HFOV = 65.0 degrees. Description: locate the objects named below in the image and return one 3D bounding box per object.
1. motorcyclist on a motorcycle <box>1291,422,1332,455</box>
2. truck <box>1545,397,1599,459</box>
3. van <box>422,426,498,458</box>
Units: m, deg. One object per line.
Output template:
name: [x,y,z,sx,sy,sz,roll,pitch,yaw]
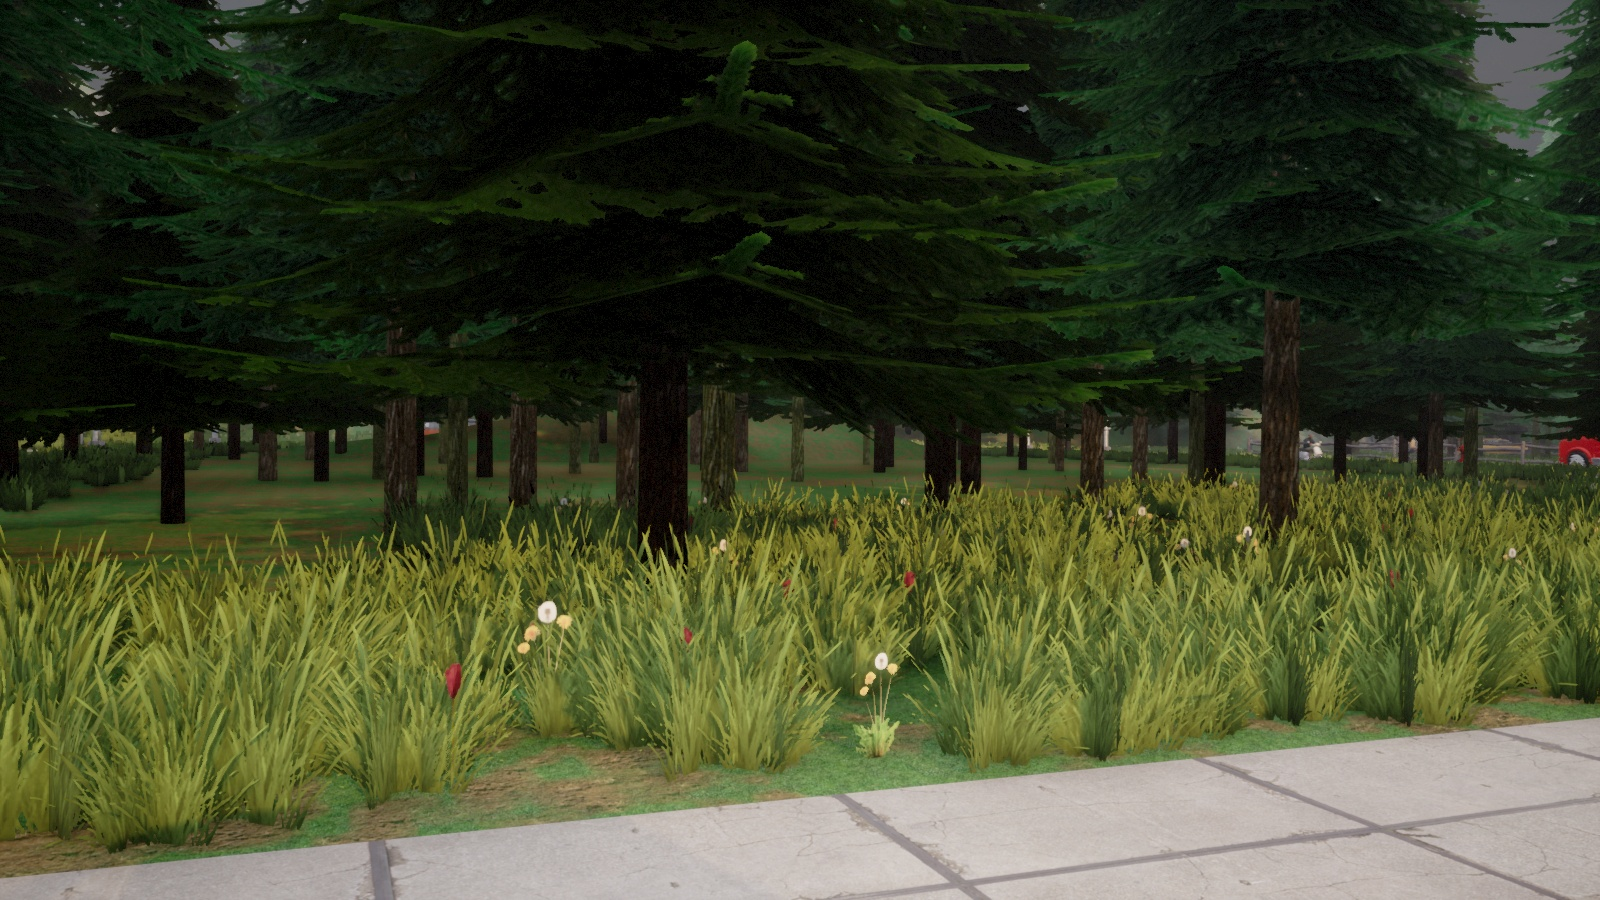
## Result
motorcyclist on a motorcycle: [25.282,-0.558,62.093,0.866,1.590,1.817,-1,1,-20]
truck: [33.185,-0.892,50.340,2.627,2.467,5.204,-1,1,-20]
van: [-21.961,-0.558,81.107,4.442,1.987,1.775,-1,1,-28]
